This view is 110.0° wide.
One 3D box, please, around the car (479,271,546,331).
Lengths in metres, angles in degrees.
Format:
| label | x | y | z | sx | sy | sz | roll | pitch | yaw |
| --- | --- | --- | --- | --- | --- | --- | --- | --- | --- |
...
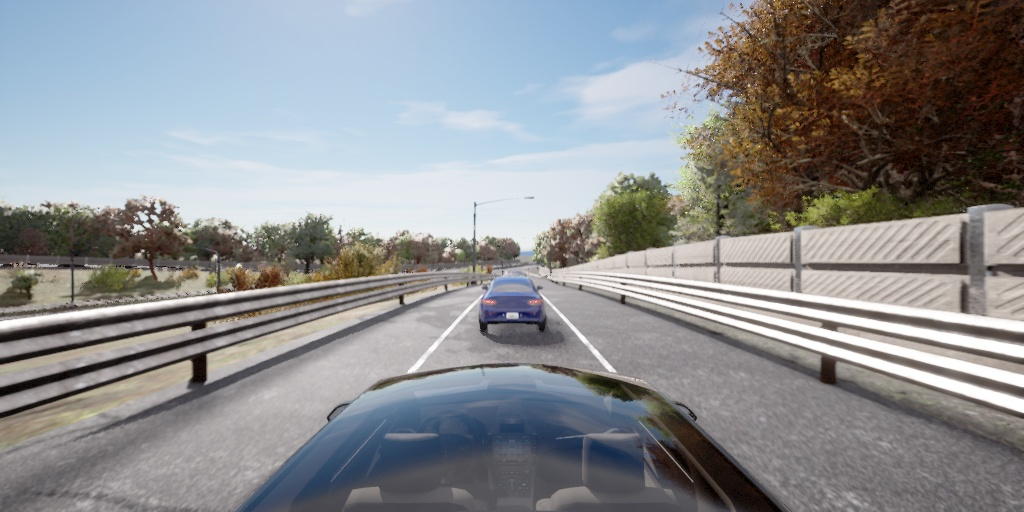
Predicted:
| label | x | y | z | sx | sy | sz | roll | pitch | yaw |
| --- | --- | --- | --- | --- | --- | --- | --- | --- | --- |
| car | 0.008 | 1.359 | 11.208 | 1.812 | 1.442 | 4.674 | 0 | -1 | 0 |

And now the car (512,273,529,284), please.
| label | x | y | z | sx | sy | sz | roll | pitch | yaw |
| --- | --- | --- | --- | --- | --- | --- | --- | --- | --- |
| car | 1.190 | 3.074 | 49.516 | 2.128 | 1.511 | 4.902 | 0 | -3 | 4 |
